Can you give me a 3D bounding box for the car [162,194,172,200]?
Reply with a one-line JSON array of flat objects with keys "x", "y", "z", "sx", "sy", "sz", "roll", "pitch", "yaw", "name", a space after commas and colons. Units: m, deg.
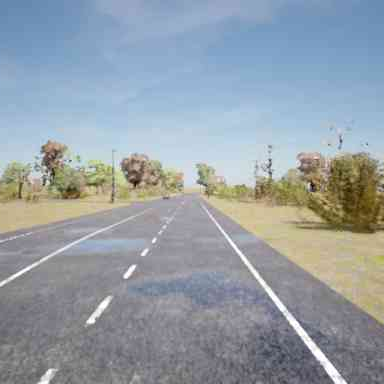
[{"x": -6.952, "y": 1.455, "z": 88.376, "sx": 1.895, "sy": 1.301, "sz": 4.718, "roll": 0, "pitch": 0, "yaw": 0, "name": "car"}]
